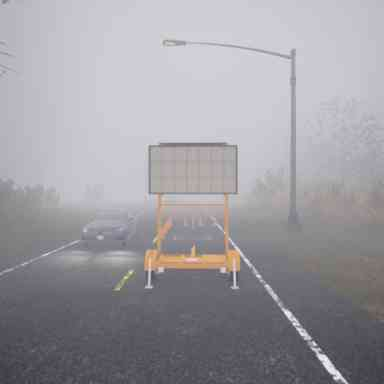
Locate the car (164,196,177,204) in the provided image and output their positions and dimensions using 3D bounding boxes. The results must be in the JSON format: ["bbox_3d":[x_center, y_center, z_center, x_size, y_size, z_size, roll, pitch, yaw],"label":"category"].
[{"bbox_3d":[-3.677,1.446,57.667,1.882,1.535,5.008,0,0,0],"label":"car"}]

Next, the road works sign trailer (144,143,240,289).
[{"bbox_3d":[0.031,0.460,9.138,2.380,3.560,2.880,0,0,1],"label":"road works sign trailer"}]

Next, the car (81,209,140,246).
[{"bbox_3d":[-3.568,1.519,15.296,1.812,1.442,4.674,0,0,0],"label":"car"}]
